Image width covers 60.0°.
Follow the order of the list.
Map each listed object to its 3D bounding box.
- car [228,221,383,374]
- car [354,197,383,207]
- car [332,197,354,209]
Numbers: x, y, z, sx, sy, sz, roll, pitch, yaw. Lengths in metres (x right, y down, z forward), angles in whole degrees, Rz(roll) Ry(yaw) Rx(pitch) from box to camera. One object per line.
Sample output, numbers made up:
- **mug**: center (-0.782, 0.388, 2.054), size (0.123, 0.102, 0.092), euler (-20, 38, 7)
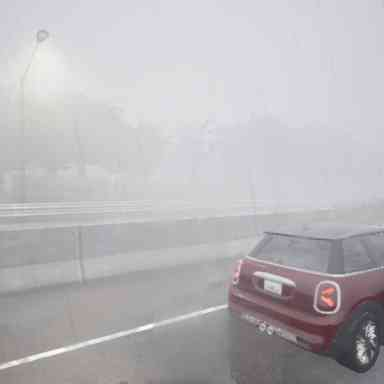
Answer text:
- **car**: center (2.853, 1.315, 5.807), size (4.553, 1.767, 2.097), euler (0, 0, -35)
- **car**: center (19.543, 1.225, 34.937), size (5.008, 1.535, 1.882), euler (0, 0, -35)
- **car**: center (18.469, 1.287, 38.458), size (5.357, 1.411, 2.033), euler (0, 0, -35)
